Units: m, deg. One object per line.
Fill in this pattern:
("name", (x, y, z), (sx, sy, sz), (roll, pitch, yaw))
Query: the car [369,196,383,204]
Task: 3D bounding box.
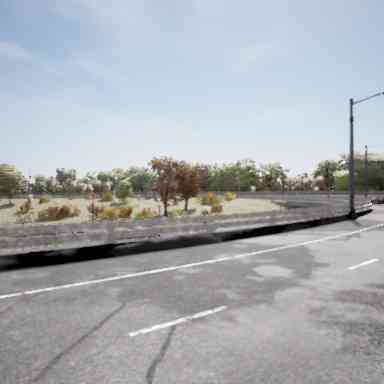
("car", (37.790, 1.547, 67.834), (2.097, 1.767, 4.553), (0, 0, 12))
